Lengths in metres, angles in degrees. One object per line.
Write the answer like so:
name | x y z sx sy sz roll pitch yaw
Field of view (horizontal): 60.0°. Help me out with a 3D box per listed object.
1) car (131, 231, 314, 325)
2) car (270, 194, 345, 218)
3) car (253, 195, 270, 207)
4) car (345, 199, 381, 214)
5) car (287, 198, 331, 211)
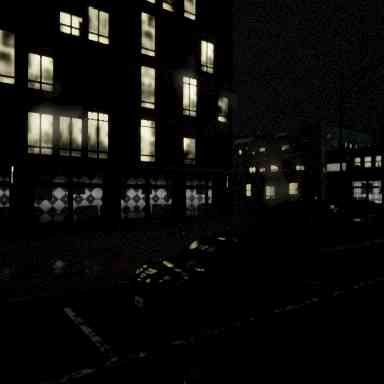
car | 0.839 1.566 7.152 4.313 1.339 1.947 0 0 -35
car | 9.367 1.101 27.307 2.192 1.841 5.009 1 0 -36
car | 9.553 1.130 41.208 1.967 1.590 4.097 1 0 -36
car | 16.116 1.372 32.266 1.887 1.381 4.507 1 0 -36
car | 12.834 1.340 36.736 1.802 1.307 4.206 1 0 -36
